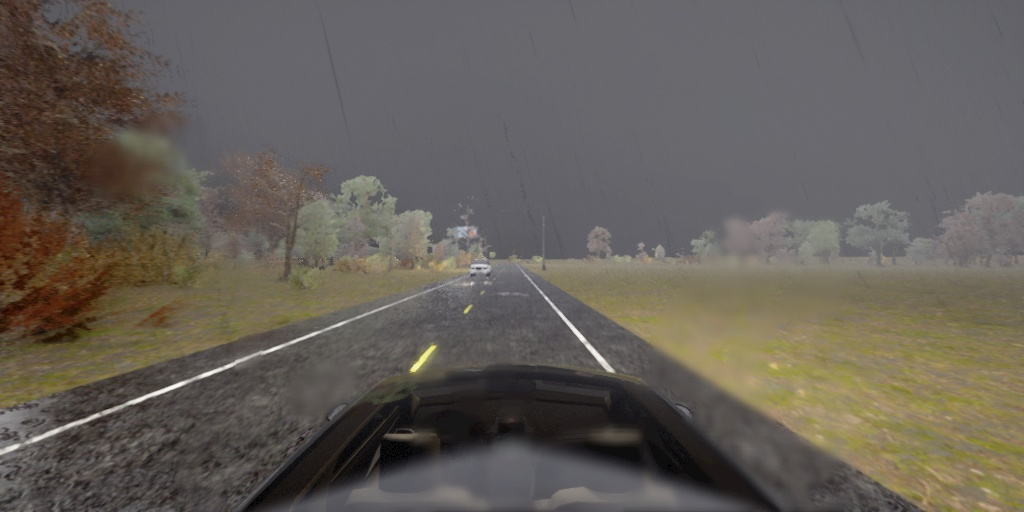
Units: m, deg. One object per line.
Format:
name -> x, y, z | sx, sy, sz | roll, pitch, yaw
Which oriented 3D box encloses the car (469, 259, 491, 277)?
car -> -3.575, 1.340, 41.426 | 2.150, 2.045, 5.566 | 0, -1, 0
